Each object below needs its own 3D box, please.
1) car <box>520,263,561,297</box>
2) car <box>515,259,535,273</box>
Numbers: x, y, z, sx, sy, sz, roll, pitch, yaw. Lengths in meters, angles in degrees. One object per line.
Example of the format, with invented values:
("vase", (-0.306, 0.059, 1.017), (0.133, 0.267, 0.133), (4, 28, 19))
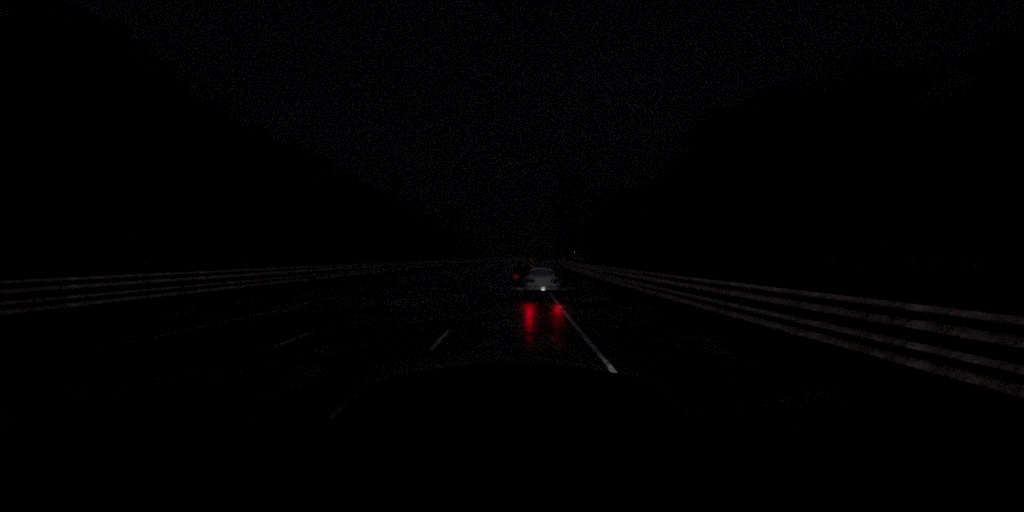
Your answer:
("car", (1.485, 1.284, 18.754), (1.812, 1.442, 4.674), (0, 0, 2))
("car", (1.476, 1.118, 42.891), (2.097, 1.767, 4.553), (0, 0, 5))
